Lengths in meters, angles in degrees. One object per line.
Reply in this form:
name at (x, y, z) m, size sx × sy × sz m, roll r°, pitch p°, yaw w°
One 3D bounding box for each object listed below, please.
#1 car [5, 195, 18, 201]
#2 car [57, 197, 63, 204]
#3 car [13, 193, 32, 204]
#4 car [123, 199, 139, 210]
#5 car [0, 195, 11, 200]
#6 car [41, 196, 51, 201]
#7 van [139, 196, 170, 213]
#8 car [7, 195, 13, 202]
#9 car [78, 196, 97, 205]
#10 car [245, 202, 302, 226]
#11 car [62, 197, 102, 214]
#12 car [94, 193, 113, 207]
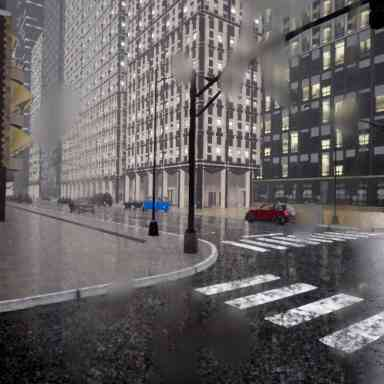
car at (-40.358, 1.378, 74.322) m, size 2.008 × 1.369 × 4.403 m, roll 1°, pitch -1°, yaw -35°
car at (-22.621, 1.522, 59.327) m, size 1.994 × 1.385 × 4.181 m, roll 1°, pitch -1°, yaw -35°
car at (-30.545, 1.155, 60.507) m, size 2.192 × 1.841 × 5.009 m, roll 1°, pitch -1°, yaw -35°
car at (-7.367, 1.584, 42.326) m, size 2.008 × 1.369 × 4.403 m, roll 1°, pitch -1°, yaw -35°
car at (-46.803, 1.365, 83.398) m, size 1.752 × 1.417 × 4.829 m, roll 1°, pitch -1°, yaw -35°
car at (-36.798, 1.570, 83.778) m, size 1.802 × 1.307 × 4.206 m, roll 1°, pitch -1°, yaw -35°
van at (-4.094, 1.382, 37.722) m, size 1.690 × 1.788 × 3.998 m, roll 1°, pitch -1°, yaw -35°
car at (-37.089, 1.396, 69.717) m, size 1.947 × 1.339 × 4.313 m, roll 1°, pitch -1°, yaw -35°
car at (-18.521, 1.525, 58.824) m, size 1.837 × 1.490 × 4.892 m, roll 1°, pitch -1°, yaw -35°
car at (5.715, 1.505, 23.904) m, size 1.967 × 1.590 × 4.097 m, roll 1°, pitch -1°, yaw -35°
car at (-10.930, 1.427, 32.870) m, size 2.008 × 1.369 × 4.403 m, roll 1°, pitch -1°, yaw -35°
car at (-14.513, 1.255, 53.121) m, size 2.150 × 2.045 × 5.566 m, roll 1°, pitch -1°, yaw -35°
